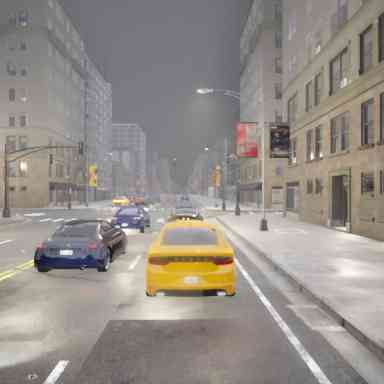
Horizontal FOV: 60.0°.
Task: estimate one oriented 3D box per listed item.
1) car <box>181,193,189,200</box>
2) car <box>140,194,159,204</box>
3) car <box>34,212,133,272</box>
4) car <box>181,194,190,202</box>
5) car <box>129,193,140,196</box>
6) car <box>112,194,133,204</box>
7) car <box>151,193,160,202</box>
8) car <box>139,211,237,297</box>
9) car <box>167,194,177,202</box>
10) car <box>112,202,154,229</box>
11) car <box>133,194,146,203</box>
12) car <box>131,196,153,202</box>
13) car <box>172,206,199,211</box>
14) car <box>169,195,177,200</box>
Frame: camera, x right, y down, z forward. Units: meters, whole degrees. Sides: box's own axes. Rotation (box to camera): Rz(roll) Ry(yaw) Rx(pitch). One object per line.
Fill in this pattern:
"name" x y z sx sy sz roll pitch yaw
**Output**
"car" -1.884 1.253 90.676 2.097 1.767 4.553 0 0 -1
"car" -7.812 1.573 60.784 2.033 1.411 5.357 0 0 -1
"car" -3.355 1.566 10.772 1.994 1.385 4.181 0 0 -1
"car" -1.672 1.381 80.675 2.097 1.767 4.553 0 0 -1
"car" -11.071 1.248 61.114 2.150 2.045 5.566 0 0 -1
"car" -10.896 1.500 51.179 1.882 1.535 5.008 0 0 -1
"car" -7.975 1.253 71.259 2.150 2.045 5.566 0 0 -1
"car" -0.054 1.479 8.634 1.882 1.535 5.008 0 0 -1
"car" -4.921 1.381 80.607 2.097 1.767 4.553 0 0 -1
"car" -3.534 1.532 19.514 1.812 1.442 4.674 0 0 -1
"car" -11.223 1.383 71.103 2.097 1.767 4.553 0 0 -1
"car" -7.643 1.623 51.141 1.895 1.301 4.718 0 0 -1
"car" -0.354 1.510 18.115 1.837 1.490 4.892 0 0 -1
"car" -5.134 1.438 90.638 2.033 1.411 5.357 0 0 -1
